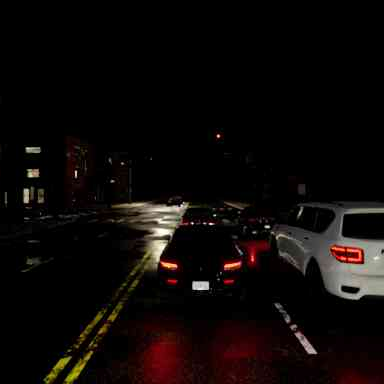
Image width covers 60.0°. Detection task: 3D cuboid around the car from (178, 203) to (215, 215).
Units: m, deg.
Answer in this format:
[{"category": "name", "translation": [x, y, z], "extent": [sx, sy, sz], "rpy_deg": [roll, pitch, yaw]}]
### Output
[{"category": "car", "translation": [0.333, 1.544, 17.874], "extent": [2.033, 1.411, 5.357], "rpy_deg": [0, 0, 1]}]

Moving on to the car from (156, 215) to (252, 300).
[{"category": "car", "translation": [0.206, 1.524, 8.294], "extent": [1.812, 1.442, 4.674], "rpy_deg": [0, 0, 1]}]

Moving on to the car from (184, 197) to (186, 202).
[{"category": "car", "translation": [-2.585, 1.483, 60.371], "extent": [2.128, 1.511, 4.902], "rpy_deg": [0, 0, 1]}]

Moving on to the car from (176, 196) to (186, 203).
[{"category": "car", "translation": [-2.397, 1.543, 71.723], "extent": [1.994, 1.385, 4.181], "rpy_deg": [0, 0, 1]}]

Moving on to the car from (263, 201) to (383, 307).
[{"category": "car", "translation": [3.453, 1.220, 8.097], "extent": [2.150, 2.045, 5.566], "rpy_deg": [0, 0, 1]}]

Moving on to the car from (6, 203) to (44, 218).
[{"category": "car", "translation": [-17.755, 1.816, 33.067], "extent": [5.357, 1.411, 2.033], "rpy_deg": [-1, 1, -1]}]

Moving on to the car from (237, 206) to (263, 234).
[{"category": "car", "translation": [3.585, 1.474, 18.015], "extent": [1.882, 1.535, 5.008], "rpy_deg": [0, 0, 1]}]

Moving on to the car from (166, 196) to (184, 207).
[{"category": "car", "translation": [-2.706, 1.556, 50.118], "extent": [1.994, 1.385, 4.181], "rpy_deg": [0, 0, 1]}]
